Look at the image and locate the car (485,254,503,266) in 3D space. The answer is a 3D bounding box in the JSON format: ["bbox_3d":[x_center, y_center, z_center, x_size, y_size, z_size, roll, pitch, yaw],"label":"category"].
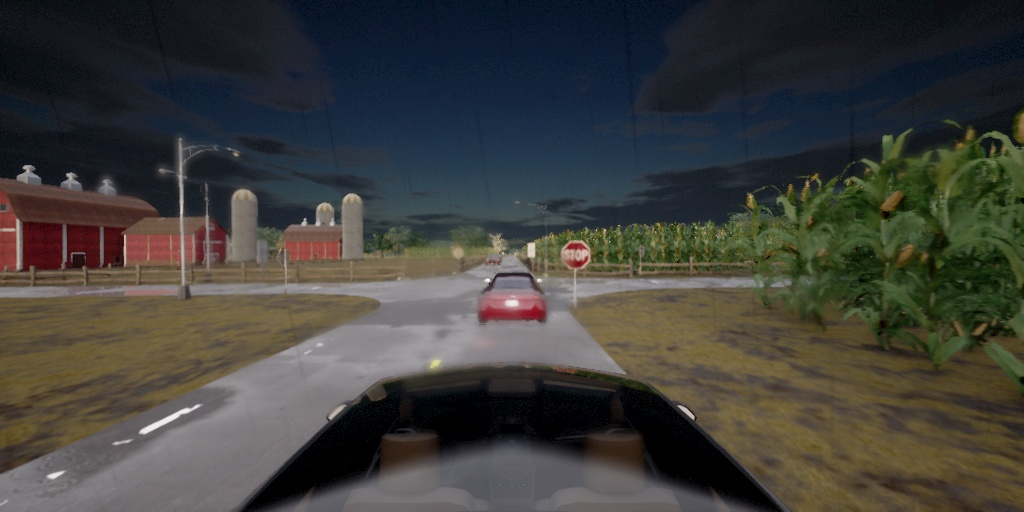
[{"bbox_3d":[-2.797,0.496,52.835,2.097,1.767,4.553,0,1,0],"label":"car"}]

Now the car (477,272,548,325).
[{"bbox_3d":[0.046,1.191,11.351,1.994,1.385,4.181,0,1,1],"label":"car"}]
